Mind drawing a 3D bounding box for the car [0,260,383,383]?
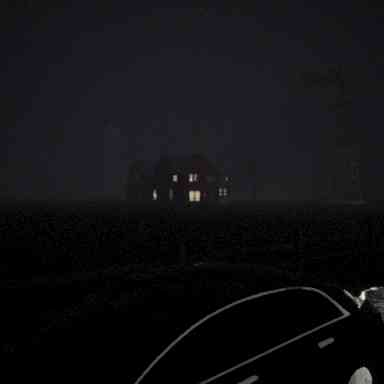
[{"bbox_3d":[-0.103,1.513,2.995,4.892,1.490,1.837,0,0,-36],"label":"car"}]
